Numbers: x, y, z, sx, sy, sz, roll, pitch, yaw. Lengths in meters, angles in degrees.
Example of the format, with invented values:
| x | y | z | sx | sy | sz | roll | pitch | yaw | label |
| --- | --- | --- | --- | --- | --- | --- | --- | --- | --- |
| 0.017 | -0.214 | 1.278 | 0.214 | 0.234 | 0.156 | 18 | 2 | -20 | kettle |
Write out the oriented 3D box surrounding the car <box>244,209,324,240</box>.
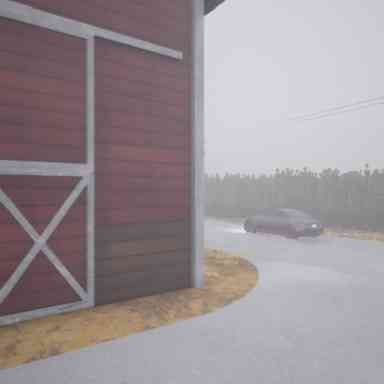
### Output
| x | y | z | sx | sy | sz | roll | pitch | yaw | label |
| --- | --- | --- | --- | --- | --- | --- | --- | --- | --- |
| 4.623 | 1.557 | 17.214 | 1.994 | 1.385 | 4.181 | 0 | 0 | -33 | car |

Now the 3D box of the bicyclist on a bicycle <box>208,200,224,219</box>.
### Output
| x | y | z | sx | sy | sz | roll | pitch | yaw | label |
| --- | --- | --- | --- | --- | --- | --- | --- | --- | --- |
| 2.019 | 1.463 | 27.402 | 1.656 | 1.620 | 0.582 | 1 | 0 | -32 | bicyclist on a bicycle |
